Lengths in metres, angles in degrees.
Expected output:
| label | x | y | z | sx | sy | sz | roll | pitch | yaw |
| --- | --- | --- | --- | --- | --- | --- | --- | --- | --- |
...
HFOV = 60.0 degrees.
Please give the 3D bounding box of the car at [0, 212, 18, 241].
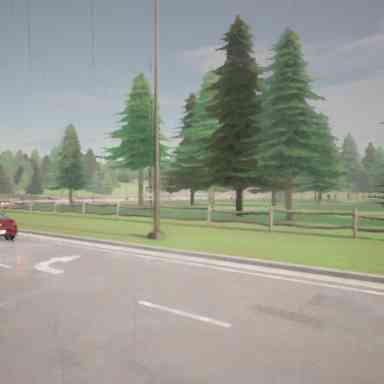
| label | x | y | z | sx | sy | sz | roll | pitch | yaw |
| --- | --- | --- | --- | --- | --- | --- | --- | --- | --- |
| car | -9.805 | 1.499 | 15.274 | 4.674 | 1.442 | 1.812 | 0 | 0 | 35 |
